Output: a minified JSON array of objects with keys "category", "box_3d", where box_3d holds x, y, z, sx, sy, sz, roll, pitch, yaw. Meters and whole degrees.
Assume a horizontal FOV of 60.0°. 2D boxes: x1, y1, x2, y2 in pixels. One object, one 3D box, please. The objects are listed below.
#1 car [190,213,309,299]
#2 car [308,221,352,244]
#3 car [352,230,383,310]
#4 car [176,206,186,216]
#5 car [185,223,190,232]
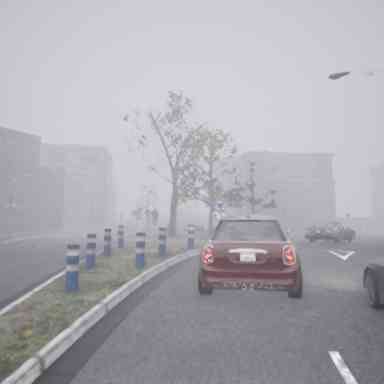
[{"category":"car","box_3d":[1.508,1.321,8.535,2.097,1.767,4.553,-1,-1,12]},{"category":"car","box_3d":[9.168,2.636,21.936,2.033,1.411,5.357,-5,-7,39]},{"category":"car","box_3d":[3.976,1.443,4.504,1.812,1.442,4.674,-1,1,8]},{"category":"car","box_3d":[-3.464,5.301,89.834,2.150,2.045,5.566,0,0,3]},{"category":"car","box_3d":[0.352,5.342,49.900,1.837,1.490,4.892,1,-4,-17]}]
